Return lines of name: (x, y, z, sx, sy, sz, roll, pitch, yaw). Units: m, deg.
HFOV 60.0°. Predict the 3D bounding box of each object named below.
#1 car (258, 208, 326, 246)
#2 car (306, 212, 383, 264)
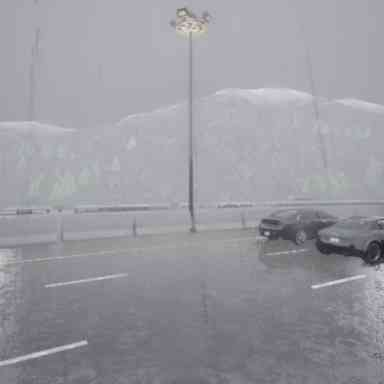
car: (5.267, 1.474, 15.118, 4.892, 1.490, 1.837, -1, 0, -29)
car: (6.387, 1.532, 11.741, 4.181, 1.385, 1.994, 0, 0, -29)
